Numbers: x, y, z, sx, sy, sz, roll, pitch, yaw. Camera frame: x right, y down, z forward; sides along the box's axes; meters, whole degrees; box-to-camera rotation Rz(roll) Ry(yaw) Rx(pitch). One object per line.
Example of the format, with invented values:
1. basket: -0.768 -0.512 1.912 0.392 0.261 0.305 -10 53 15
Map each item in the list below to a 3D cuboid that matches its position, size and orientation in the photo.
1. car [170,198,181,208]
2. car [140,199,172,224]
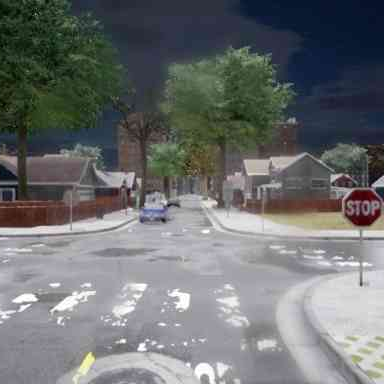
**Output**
1. car: -2.676 1.566 49.557 2.033 1.411 5.357 0 0 0
2. car: -2.716 1.529 24.828 1.812 1.442 4.674 0 0 0
